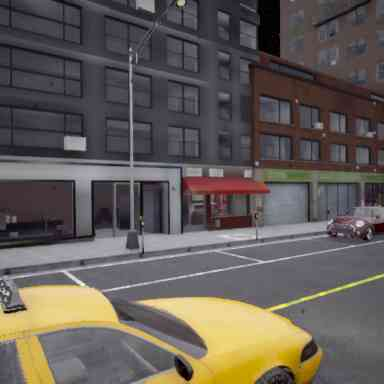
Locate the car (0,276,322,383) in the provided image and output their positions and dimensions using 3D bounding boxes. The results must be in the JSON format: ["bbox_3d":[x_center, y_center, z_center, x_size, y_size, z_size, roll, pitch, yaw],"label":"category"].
[{"bbox_3d":[-1.108,1.455,2.644,5.366,1.575,1.801,0,0,-35],"label":"car"}]

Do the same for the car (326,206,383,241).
[{"bbox_3d":[8.456,1.435,16.440,4.097,1.590,1.967,0,-1,-35],"label":"car"}]
